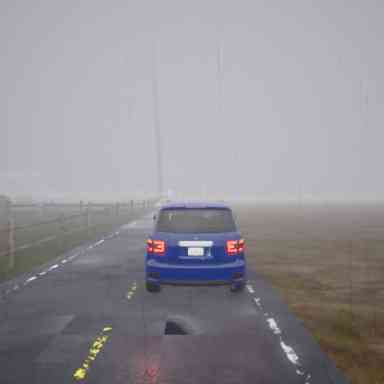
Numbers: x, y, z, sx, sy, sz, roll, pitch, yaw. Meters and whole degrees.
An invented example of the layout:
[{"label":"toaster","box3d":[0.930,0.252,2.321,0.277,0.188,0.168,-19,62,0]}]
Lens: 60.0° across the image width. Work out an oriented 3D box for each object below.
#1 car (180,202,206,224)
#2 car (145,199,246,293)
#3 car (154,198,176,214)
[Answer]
[{"label":"car","box3d":[0.067,1.541,26.162,1.812,1.442,4.674,0,0,0]},{"label":"car","box3d":[0.078,1.225,9.021,2.150,2.045,5.566,0,0,0]},{"label":"car","box3d":[-2.862,1.503,36.255,1.882,1.535,5.008,0,0,0]}]
